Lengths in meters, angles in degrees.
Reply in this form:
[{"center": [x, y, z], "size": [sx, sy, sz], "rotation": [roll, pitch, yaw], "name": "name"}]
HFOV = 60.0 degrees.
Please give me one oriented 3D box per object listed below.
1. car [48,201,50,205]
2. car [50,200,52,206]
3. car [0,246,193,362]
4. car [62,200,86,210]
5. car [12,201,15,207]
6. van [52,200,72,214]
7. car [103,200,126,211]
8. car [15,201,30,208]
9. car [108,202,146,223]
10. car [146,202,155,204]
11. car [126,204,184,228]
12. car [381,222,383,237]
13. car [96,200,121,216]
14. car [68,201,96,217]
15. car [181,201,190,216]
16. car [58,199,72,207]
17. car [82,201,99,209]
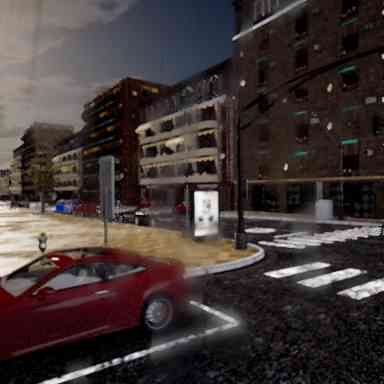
[{"center": [-35.168, 2.722, 84.165], "size": [1.887, 1.381, 4.507], "rotation": [-2, 0, -36], "name": "car"}, {"center": [-31.901, 2.661, 79.654], "size": [1.947, 1.339, 4.313], "rotation": [-2, 0, -36], "name": "car"}, {"center": [-1.922, 1.577, 5.197], "size": [4.206, 1.307, 1.802], "rotation": [0, 0, -35], "name": "car"}, {"center": [-18.085, 1.891, 50.881], "size": [2.033, 1.411, 5.357], "rotation": [-1, 0, -36], "name": "car"}, {"center": [-41.955, 2.818, 79.251], "size": [1.887, 1.381, 4.507], "rotation": [-2, 0, -36], "name": "car"}, {"center": [-17.134, 1.990, 44.913], "size": [1.690, 1.788, 3.998], "rotation": [-2, 0, -36], "name": "van"}, {"center": [-12.305, 2.043, 52.591], "size": [1.967, 1.590, 4.097], "rotation": [-2, 0, -36], "name": "car"}, {"center": [-35.423, 2.659, 70.229], "size": [2.008, 1.369, 4.403], "rotation": [-2, 0, -36], "name": "car"}, {"center": [-6.133, 1.924, 29.554], "size": [2.008, 1.369, 4.403], "rotation": [-2, 0, -36], "name": "car"}, {"center": [-5.709, 2.020, 43.614], "size": [1.802, 1.307, 4.206], "rotation": [-2, 0, -36], "name": "car"}, {"center": [-2.866, 1.843, 25.043], "size": [2.008, 1.369, 4.403], "rotation": [-2, 0, -36], "name": "car"}, {"center": [10.139, 1.468, 14.184], "size": [1.812, 1.442, 4.674], "rotation": [0, 0, -2], "name": "car"}, {"center": [-8.869, 1.817, 37.998], "size": [2.097, 1.767, 4.553], "rotation": [-1, 0, -36], "name": "car"}, {"center": [-12.212, 2.070, 38.029], "size": [1.887, 1.381, 4.507], "rotation": [-2, 0, -36], "name": "car"}, {"center": [-0.451, 1.747, 36.432], "size": [1.967, 1.590, 4.097], "rotation": [-2, 0, -36], "name": "car"}, {"center": [-28.639, 2.453, 75.143], "size": [1.967, 1.590, 4.097], "rotation": [-2, 0, -36], "name": "car"}, {"center": [-18.837, 2.348, 61.611], "size": [1.802, 1.307, 4.206], "rotation": [-2, 0, -36], "name": "car"}]
